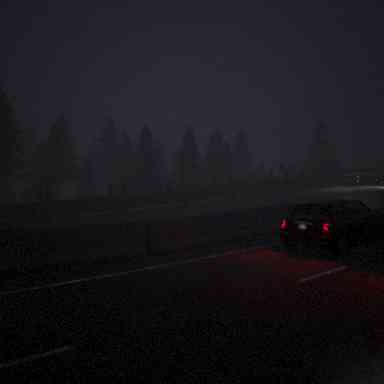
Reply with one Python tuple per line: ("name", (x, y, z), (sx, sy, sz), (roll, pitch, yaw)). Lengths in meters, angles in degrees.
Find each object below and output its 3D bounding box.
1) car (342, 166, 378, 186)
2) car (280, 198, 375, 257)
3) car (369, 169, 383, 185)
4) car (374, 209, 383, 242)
("car", (20.192, -1.960, 39.639), (5.566, 2.045, 2.150), (-8, 4, -35))
("car", (5.233, 0.990, 11.760), (4.553, 1.767, 2.097), (-4, 2, -35))
("car", (21.916, -1.616, 36.577), (4.674, 1.442, 1.812), (-8, 5, -35))
("car", (7.264, 1.121, 8.899), (4.902, 1.511, 2.128), (-3, 2, -36))
